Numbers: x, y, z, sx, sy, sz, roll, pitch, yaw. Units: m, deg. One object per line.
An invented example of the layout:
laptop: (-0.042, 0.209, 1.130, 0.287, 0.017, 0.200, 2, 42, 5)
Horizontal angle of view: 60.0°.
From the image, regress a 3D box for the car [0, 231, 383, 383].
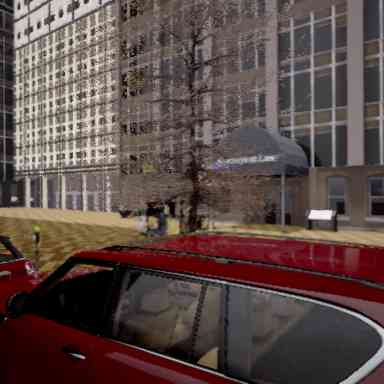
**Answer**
car: (-0.189, 1.308, 3.014, 5.009, 1.841, 2.192, 0, 0, 35)
